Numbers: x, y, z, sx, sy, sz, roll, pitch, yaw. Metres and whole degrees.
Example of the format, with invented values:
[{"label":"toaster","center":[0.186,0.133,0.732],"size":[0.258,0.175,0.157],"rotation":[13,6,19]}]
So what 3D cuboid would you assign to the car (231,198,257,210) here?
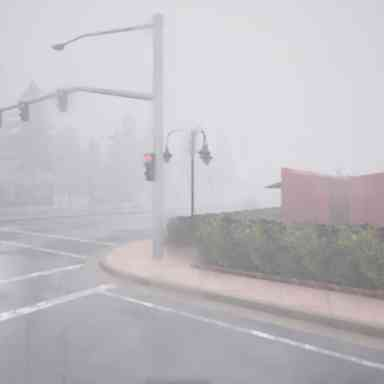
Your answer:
[{"label":"car","center":[7.056,1.551,44.593],"size":[2.128,1.511,4.902],"rotation":[0,0,36]}]
